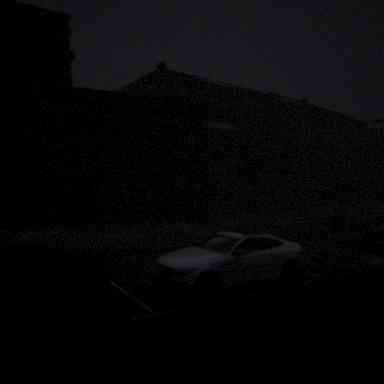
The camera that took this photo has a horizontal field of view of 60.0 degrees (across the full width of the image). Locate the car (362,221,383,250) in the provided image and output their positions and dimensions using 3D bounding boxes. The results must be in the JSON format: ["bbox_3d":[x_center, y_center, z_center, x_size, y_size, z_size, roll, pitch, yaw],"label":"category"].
[{"bbox_3d":[9.871,1.889,15.411,5.008,1.535,2.097,1,-2,-35],"label":"car"}]

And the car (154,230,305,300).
[{"bbox_3d":[1.223,1.834,9.395,4.674,1.452,2.002,1,0,-32],"label":"car"}]

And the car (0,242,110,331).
[{"bbox_3d":[-4.063,1.725,6.092,5.008,1.535,2.097,1,0,-30],"label":"car"}]
